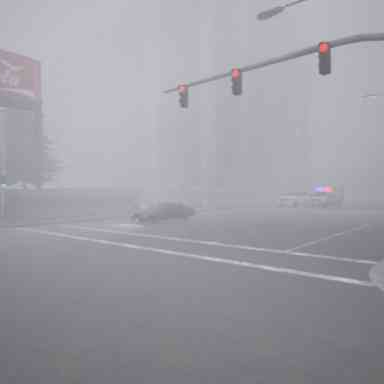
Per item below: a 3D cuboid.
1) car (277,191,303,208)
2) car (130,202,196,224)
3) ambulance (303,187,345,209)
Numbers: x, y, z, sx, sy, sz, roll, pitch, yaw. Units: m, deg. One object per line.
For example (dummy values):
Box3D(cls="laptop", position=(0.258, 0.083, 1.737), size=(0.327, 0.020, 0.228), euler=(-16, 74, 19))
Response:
Box3D(cls="car", position=(12.527, 0.859, 40.910), size=(2.150, 2.045, 5.566), euler=(-1, 0, 42))
Box3D(cls="car", position=(-1.986, 1.469, 24.578), size=(2.033, 1.411, 5.357), euler=(-1, 0, 42))
Box3D(cls="ambulance", position=(15.851, 0.624, 39.254), size=(2.351, 2.431, 6.366), euler=(-1, 0, 42))
